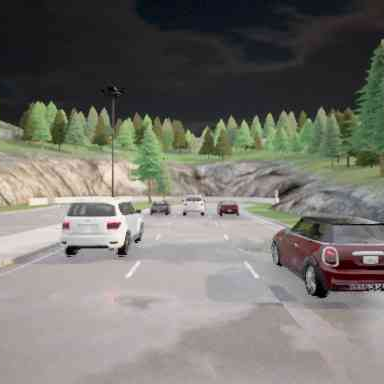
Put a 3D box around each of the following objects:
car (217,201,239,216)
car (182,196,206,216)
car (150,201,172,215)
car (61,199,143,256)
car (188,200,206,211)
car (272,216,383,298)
[{"bbox_3d":[3.667,1.652,34.450,1.882,1.535,5.008,0,-1,1],"label":"car"},{"bbox_3d":[0.176,1.399,35.044,2.150,2.045,5.566,0,0,0],"label":"car"},{"bbox_3d":[-3.314,1.671,35.785,2.128,1.511,4.902,0,0,1],"label":"car"},{"bbox_3d":[-3.387,1.290,13.506,2.150,2.045,5.566,0,0,0],"label":"car"},{"bbox_3d":[0.704,1.789,44.426,1.994,1.385,4.181,0,0,6],"label":"car"},{"bbox_3d":[3.608,1.397,8.823,2.097,1.767,4.553,0,0,0],"label":"car"}]
